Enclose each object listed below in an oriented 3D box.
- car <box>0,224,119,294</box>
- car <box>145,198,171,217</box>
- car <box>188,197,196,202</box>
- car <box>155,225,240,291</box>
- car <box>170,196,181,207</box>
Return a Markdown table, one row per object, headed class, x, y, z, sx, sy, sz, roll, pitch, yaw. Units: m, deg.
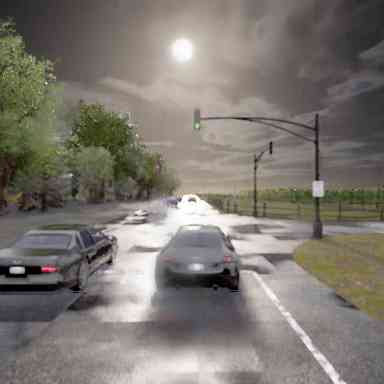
| class | x | y | z | sx | sy | sz | roll | pitch | yaw |
| --- | --- | --- | --- | --- | --- | --- | --- | --- | --- |
| car | -3.396 | 1.580 | 8.984 | 2.033 | 1.411 | 5.357 | 0 | 0 | 0 |
| car | -3.375 | 1.641 | 32.820 | 1.812 | 1.442 | 4.674 | 0 | 0 | 0 |
| car | 0.032 | 1.873 | 83.882 | 1.895 | 1.301 | 4.718 | 0 | 0 | 0 |
| car | 0.211 | 1.596 | 9.148 | 1.994 | 1.385 | 4.181 | 0 | 0 | 3 |
| car | -3.379 | 1.670 | 56.681 | 1.882 | 1.535 | 5.008 | 0 | 0 | 0 |
